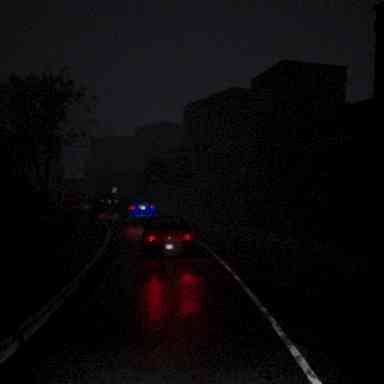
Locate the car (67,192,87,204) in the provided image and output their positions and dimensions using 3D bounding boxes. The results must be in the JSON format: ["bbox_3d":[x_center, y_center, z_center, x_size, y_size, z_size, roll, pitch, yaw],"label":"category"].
[{"bbox_3d":[-16.916,0.725,48.840,2.097,1.767,4.553,-3,4,-33],"label":"car"}]

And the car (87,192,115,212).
[{"bbox_3d":[-10.059,1.061,38.108,2.150,2.045,5.566,-2,3,-28],"label":"car"}]

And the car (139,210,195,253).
[{"bbox_3d":[-1.133,1.634,13.832,1.895,1.301,4.718,-1,0,-9],"label":"car"}]

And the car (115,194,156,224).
[{"bbox_3d":[-4.366,1.262,26.033,2.150,2.045,5.566,-1,0,-20],"label":"car"}]
